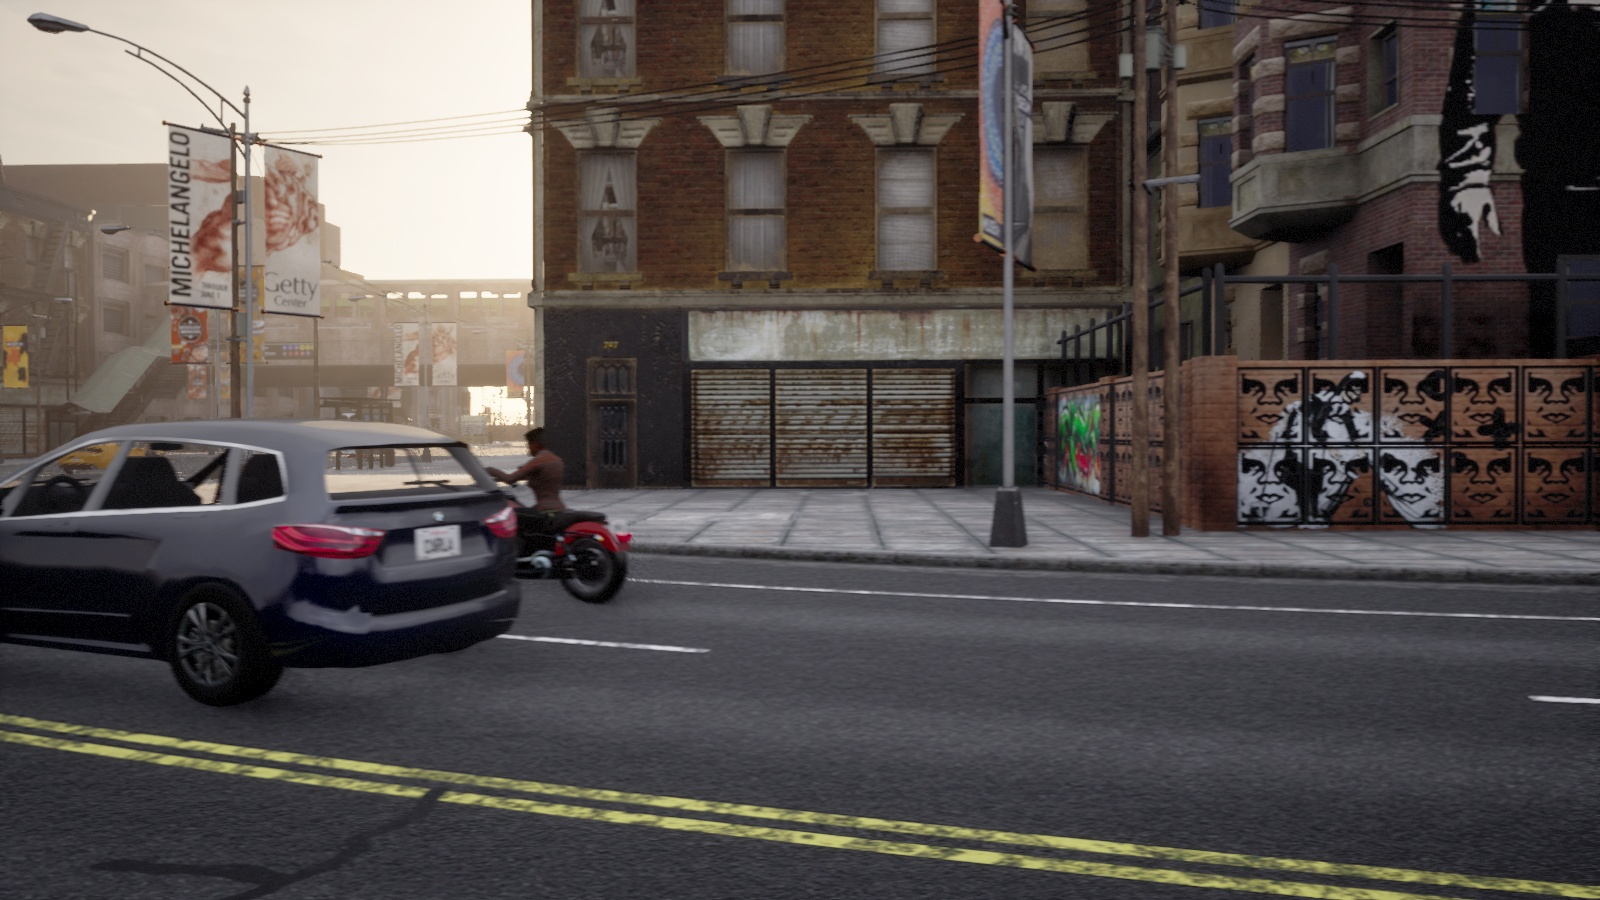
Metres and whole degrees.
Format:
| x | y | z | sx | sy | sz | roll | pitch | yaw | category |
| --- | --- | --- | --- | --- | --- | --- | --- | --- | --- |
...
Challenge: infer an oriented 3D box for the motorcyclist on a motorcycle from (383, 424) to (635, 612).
| x | y | z | sx | sy | sz | roll | pitch | yaw | category |
| --- | --- | --- | --- | --- | --- | --- | --- | --- | --- |
| -2.767 | 0.585 | 11.869 | 2.350 | 1.649 | 0.766 | 0 | 1 | 25 | motorcyclist on a motorcycle |

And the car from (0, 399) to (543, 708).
| x | y | z | sx | sy | sz | roll | pitch | yaw | category |
| --- | --- | --- | --- | --- | --- | --- | --- | --- | --- |
| -4.363 | 0.520 | 8.747 | 4.611 | 1.667 | 2.242 | 1 | 1 | 25 | car |
